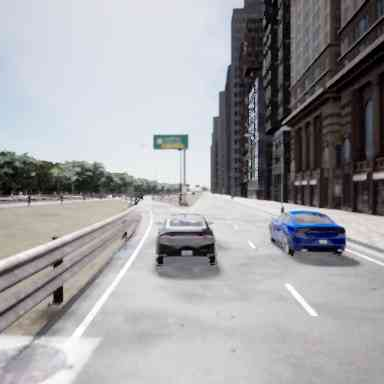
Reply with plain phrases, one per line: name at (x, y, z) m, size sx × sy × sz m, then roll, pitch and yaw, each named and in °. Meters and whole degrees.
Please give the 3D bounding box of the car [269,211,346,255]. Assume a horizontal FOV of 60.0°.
car at (4.360, 1.472, 13.282) m, size 1.882 × 1.535 × 5.008 m, roll 0°, pitch 0°, yaw 2°

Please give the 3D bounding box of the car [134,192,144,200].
car at (-12.849, 0.982, 80.171) m, size 2.150 × 2.045 × 5.566 m, roll 0°, pitch 0°, yaw -13°

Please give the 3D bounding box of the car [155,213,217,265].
car at (-0.256, 1.487, 11.707) m, size 2.128 × 1.511 × 4.902 m, roll 0°, pitch 0°, yaw -3°
